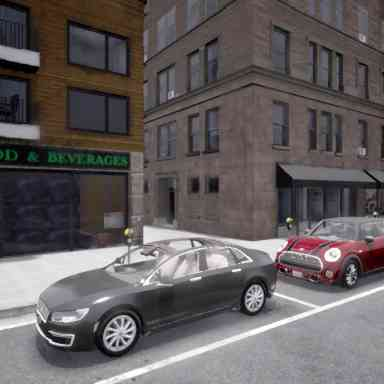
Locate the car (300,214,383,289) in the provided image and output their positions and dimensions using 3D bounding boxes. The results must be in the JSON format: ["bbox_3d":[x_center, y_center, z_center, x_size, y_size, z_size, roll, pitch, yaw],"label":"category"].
[{"bbox_3d":[4.146,1.442,9.115,4.097,1.590,1.967,0,0,-35],"label":"car"}]

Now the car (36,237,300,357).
[{"bbox_3d":[-0.357,1.551,5.924,4.403,1.369,2.008,0,0,-35],"label":"car"}]
